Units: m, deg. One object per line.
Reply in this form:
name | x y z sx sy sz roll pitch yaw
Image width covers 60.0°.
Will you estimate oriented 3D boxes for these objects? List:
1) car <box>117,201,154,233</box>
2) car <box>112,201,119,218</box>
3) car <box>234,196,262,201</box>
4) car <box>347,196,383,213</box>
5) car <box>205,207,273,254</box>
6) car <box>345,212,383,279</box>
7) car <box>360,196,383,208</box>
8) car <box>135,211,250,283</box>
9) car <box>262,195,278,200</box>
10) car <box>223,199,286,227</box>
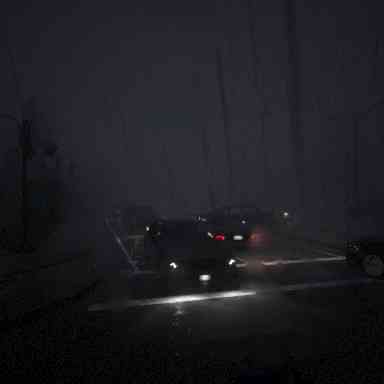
car | -3.089 1.529 19.937 2.033 1.411 5.357 0 0 -17
car | -6.233 1.515 30.094 2.033 1.411 5.357 0 0 -17
car | 7.412 1.288 46.134 2.007 1.523 4.514 0 0 -17
car | 15.622 1.356 29.164 1.970 1.475 3.806 0 0 -17
car | 1.354 1.538 13.388 2.033 1.411 5.357 0 0 -4
car | 6.522 1.475 8.224 5.008 1.535 1.882 0 0 40
car | 23.953 1.274 43.138 1.845 1.501 3.633 0 0 -17
car | -0.371 1.543 10.098 2.033 1.411 5.357 0 0 -15
car | 10.402 1.278 47.086 2.152 1.636 5.027 0 0 -17
car | 2.857 1.467 19.894 5.357 1.411 2.033 -3 1 -15
